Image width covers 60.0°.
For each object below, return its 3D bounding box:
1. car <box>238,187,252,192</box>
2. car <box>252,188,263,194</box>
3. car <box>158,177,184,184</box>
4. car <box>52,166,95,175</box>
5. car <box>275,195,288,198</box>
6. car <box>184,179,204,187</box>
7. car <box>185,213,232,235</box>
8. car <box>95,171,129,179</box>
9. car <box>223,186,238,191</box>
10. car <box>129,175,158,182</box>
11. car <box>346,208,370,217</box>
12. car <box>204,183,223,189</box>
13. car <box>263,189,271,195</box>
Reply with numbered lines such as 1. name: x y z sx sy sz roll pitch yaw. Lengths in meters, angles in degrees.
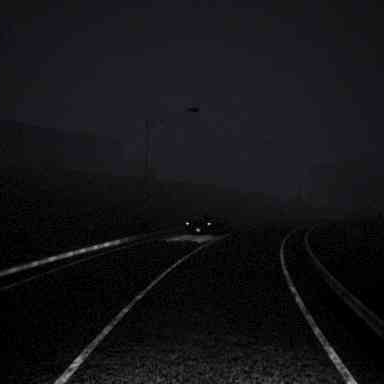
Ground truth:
1. car: 10.377 -0.248 72.811 2.231 1.521 4.892 -3 -6 40
2. car: 13.881 0.016 77.219 2.185 1.767 4.553 -3 -6 38
3. car: -4.334 -1.646 56.261 2.097 1.535 5.008 -4 -6 44
4. car: -16.243 -2.601 44.715 4.892 1.521 2.231 4 -6 -43
5. car: 23.680 1.494 90.604 2.002 1.452 4.674 -3 -6 35
6. car: -0.539 -1.433 60.271 2.185 1.767 4.553 -4 -6 43
7. car: 1.203 2.082 22.388 1.895 1.301 4.718 -1 -2 23
8. car: -12.211 -2.303 48.473 4.892 1.521 2.231 4 -6 -43
9. car: 6.913 -0.560 68.652 2.002 1.452 4.674 -4 -6 41
10. car: -8.231 -1.941 52.322 4.674 1.452 2.002 5 -6 -44
11. car: 26.793 3.264 53.643 5.357 1.411 2.033 3 -5 -41
12. car: 3.296 -0.920 64.498 2.163 1.488 4.792 -4 -6 42
13. car: 17.288 0.305 81.669 2.435 2.045 5.566 -3 -6 37
